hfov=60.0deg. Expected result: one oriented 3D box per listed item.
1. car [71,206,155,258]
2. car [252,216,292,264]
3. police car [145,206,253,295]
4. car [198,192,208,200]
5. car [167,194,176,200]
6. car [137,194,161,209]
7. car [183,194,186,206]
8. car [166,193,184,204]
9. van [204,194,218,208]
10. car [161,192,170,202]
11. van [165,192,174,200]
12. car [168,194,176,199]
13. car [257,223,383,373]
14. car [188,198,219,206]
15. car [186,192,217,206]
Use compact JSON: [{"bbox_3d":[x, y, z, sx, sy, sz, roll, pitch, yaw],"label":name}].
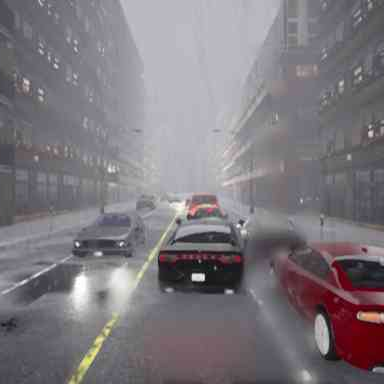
[{"bbox_3d":[-2.856,1.492,12.787,2.033,1.411,5.357,0,0,0],"label":"car"},{"bbox_3d":[2.570,1.502,11.387,2.008,1.369,4.403,1,0,0],"label":"car"},{"bbox_3d":[0.432,1.386,8.811,1.930,1.638,5.238,0,0,7],"label":"police car"},{"bbox_3d":[2.558,0.976,79.436,2.192,1.841,5.009,1,0,0],"label":"car"},{"bbox_3d":[-5.326,1.188,85.076,2.008,1.369,4.403,1,0,0],"label":"car"},{"bbox_3d":[-5.314,1.145,39.709,2.192,1.841,5.009,1,0,0],"label":"car"},{"bbox_3d":[0.005,1.327,46.312,1.812,1.442,4.674,0,0,0],"label":"car"},{"bbox_3d":[-2.837,1.324,56.138,1.994,1.385,4.181,0,0,0],"label":"car"},{"bbox_3d":[2.565,1.146,45.411,1.690,1.788,3.998,1,0,0],"label":"van"},{"bbox_3d":[-5.320,1.024,68.063,2.192,1.841,5.009,1,0,0],"label":"car"},{"bbox_3d":[-5.323,1.002,79.405,1.690,1.788,3.998,1,0,0],"label":"van"},{"bbox_3d":[-5.328,1.179,90.747,1.947,1.339,4.313,1,0,0],"label":"car"},{"bbox_3d":[2.571,1.520,5.716,1.887,1.381,4.507,1,0,0],"label":"car"},{"bbox_3d":[0.818,1.375,18.745,1.801,1.575,5.366,0,0,0],"label":"car"},{"bbox_3d":[0.818,1.119,24.585,2.150,2.045,5.566,0,0,0],"label":"car"}]
